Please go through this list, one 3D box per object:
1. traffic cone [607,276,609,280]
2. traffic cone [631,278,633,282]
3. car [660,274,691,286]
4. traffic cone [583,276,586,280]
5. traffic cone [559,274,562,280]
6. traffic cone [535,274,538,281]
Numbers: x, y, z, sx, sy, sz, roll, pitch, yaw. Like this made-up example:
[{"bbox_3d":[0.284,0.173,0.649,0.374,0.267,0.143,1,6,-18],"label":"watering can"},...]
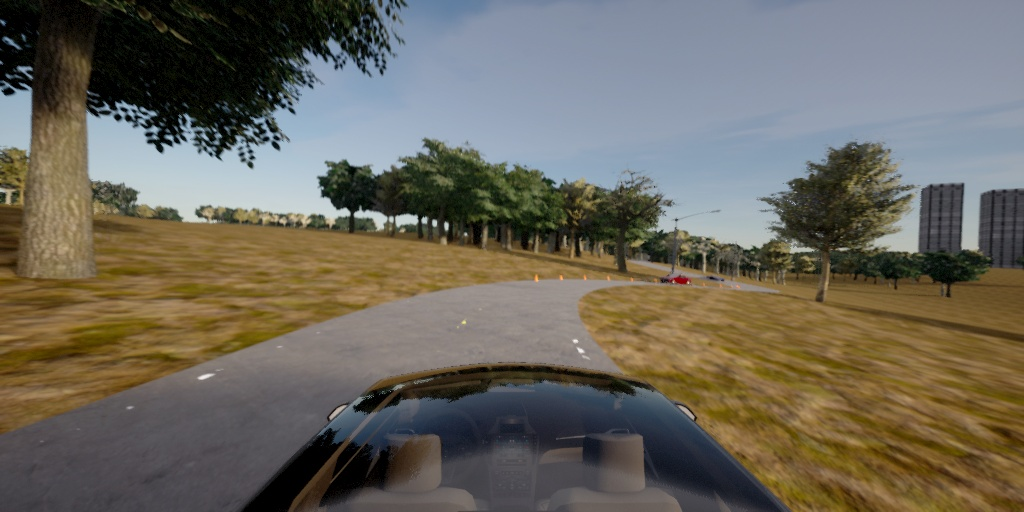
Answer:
[{"bbox_3d":[11.815,2.692,44.077,0.340,0.580,0.340,0,0,-43],"label":"traffic cone"},{"bbox_3d":[15.839,3.076,47.478,0.340,0.580,0.340,0,0,-37],"label":"traffic cone"},{"bbox_3d":[22.303,3.154,48.843,5.008,1.535,1.882,5,-2,-30],"label":"car"},{"bbox_3d":[8.165,2.368,40.274,0.340,0.580,0.340,0,0,41],"label":"traffic cone"},{"bbox_3d":[4.928,2.105,36.109,0.340,0.580,0.340,0,0,35],"label":"traffic cone"},{"bbox_3d":[2.140,1.904,31.629,0.340,0.580,0.340,0,0,29],"label":"traffic cone"}]
